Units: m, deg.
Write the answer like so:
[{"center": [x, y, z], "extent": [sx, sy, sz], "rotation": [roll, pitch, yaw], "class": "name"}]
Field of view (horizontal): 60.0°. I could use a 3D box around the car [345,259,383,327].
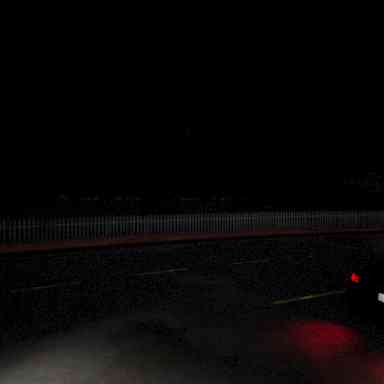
[{"center": [4.746, 1.564, 5.745], "extent": [4.181, 1.385, 1.994], "rotation": [0, 0, -24], "class": "car"}]
